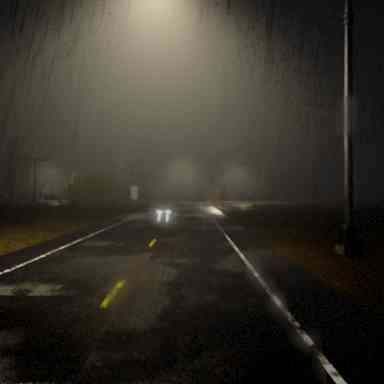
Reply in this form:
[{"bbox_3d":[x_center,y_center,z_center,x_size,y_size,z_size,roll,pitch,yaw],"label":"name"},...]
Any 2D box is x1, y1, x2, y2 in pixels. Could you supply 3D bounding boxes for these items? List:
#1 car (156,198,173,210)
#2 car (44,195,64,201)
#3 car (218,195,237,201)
[{"bbox_3d":[-3.564,1.505,43.486,2.128,1.511,4.902,0,0,0],"label":"car"},{"bbox_3d":[-33.894,1.500,82.002,4.674,1.442,1.812,0,0,0],"label":"car"},{"bbox_3d":[8.870,1.412,82.325,4.553,1.767,2.097,0,0,-1],"label":"car"}]
